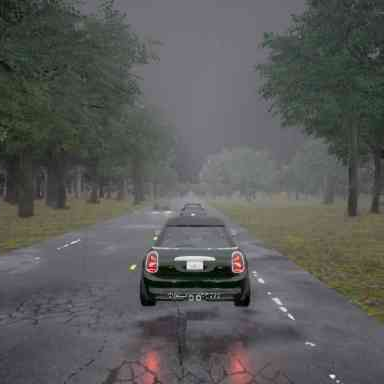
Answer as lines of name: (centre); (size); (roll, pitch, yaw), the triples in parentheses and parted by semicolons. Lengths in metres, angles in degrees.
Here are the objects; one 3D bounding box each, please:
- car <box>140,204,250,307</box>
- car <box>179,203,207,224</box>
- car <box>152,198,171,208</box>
car: (0.088, 1.352, 8.158); (2.097, 1.767, 4.553); (0, 0, 1)
car: (0.071, 1.568, 25.441); (1.994, 1.385, 4.181); (0, 0, 0)
car: (-3.633, 1.539, 40.450); (1.837, 1.490, 4.892); (0, 0, 0)
